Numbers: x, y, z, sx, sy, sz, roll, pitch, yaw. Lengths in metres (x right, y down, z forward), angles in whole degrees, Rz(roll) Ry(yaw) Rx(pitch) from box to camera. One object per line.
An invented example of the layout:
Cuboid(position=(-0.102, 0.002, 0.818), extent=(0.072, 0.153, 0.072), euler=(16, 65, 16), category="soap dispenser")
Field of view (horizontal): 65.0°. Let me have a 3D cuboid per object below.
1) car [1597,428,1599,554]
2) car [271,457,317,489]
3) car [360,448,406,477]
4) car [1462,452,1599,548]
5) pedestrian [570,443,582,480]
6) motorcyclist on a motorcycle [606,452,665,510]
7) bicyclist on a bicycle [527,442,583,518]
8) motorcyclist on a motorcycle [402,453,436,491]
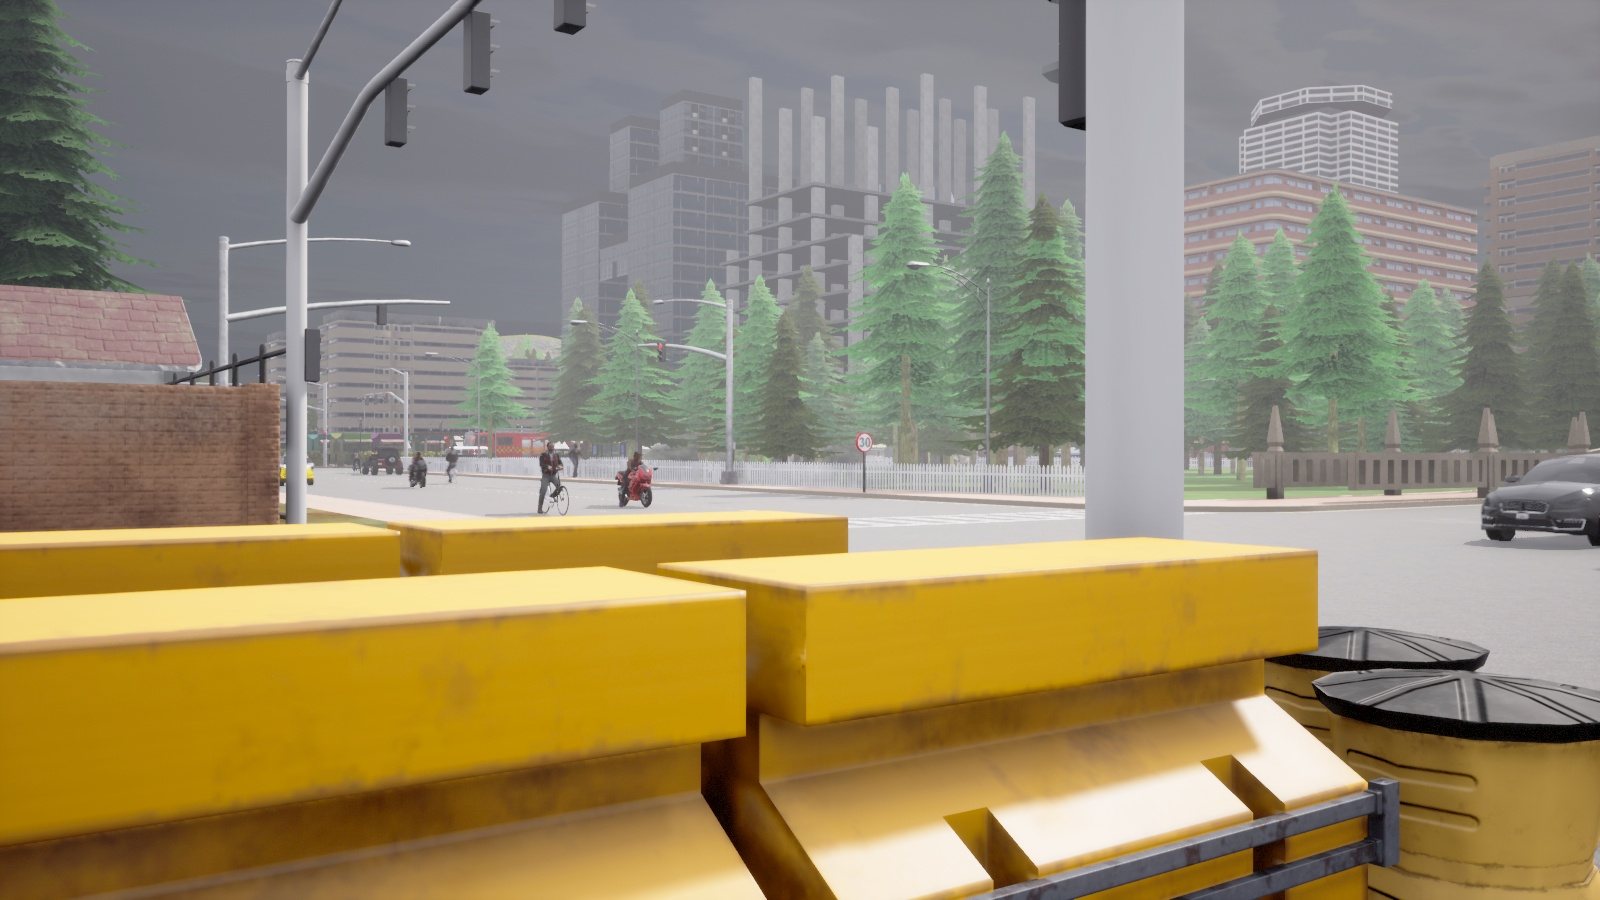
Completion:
Cuboid(position=(13.180, 0.537, 17.104), extent=(5.027, 1.651, 2.152), euler=(0, 0, -35), category="car")
Cuboid(position=(-22.196, 0.981, 55.077), extent=(1.481, 1.376, 2.207), euler=(0, 0, -33), category="car")
Cuboid(position=(-27.282, 0.799, 82.118), extent=(1.905, 1.878, 3.866), euler=(0, 0, -33), category="car")
Cuboid(position=(13.624, 0.774, 21.678), extent=(4.892, 1.490, 1.837), euler=(0, 0, -35), category="car")
Cuboid(position=(-11.712, 0.589, 65.655), extent=(0.402, 1.930, 0.666), euler=(0, 0, -36), category="pedestrian")
Cuboid(position=(-4.504, 0.820, 34.329), extent=(0.797, 1.523, 2.044), euler=(0, 0, -33), category="motorcyclist on a motorcycle")
Cuboid(position=(-5.881, 0.701, 30.030), extent=(0.659, 1.776, 1.843), euler=(0, 0, -33), category="bicyclist on a bicycle")
Cuboid(position=(-15.603, 0.886, 51.368), extent=(0.797, 1.523, 2.044), euler=(0, 0, -33), category="motorcyclist on a motorcycle")
